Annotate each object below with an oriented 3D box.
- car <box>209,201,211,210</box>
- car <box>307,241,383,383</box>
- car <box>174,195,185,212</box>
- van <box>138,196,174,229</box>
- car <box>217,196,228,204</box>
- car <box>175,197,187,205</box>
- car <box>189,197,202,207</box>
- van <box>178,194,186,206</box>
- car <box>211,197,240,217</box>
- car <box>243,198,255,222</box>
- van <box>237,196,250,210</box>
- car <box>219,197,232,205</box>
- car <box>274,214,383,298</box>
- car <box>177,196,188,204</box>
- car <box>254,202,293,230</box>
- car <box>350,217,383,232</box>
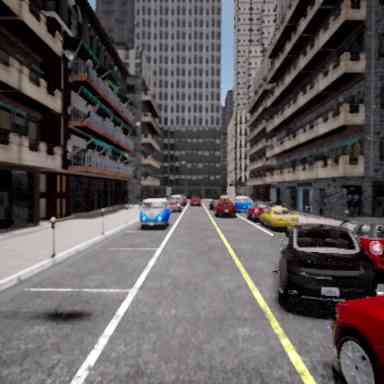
[{"bbox_3d":[3.237,1.615,43.165,1.994,1.385,4.181,0,0,1],"label":"car"},{"bbox_3d":[2.981,1.501,2.199,1.882,1.535,5.008,0,0,-11],"label":"car"},{"bbox_3d":[-2.156,1.449,38.142,1.967,1.590,4.097,0,0,1],"label":"car"},{"bbox_3d":[-2.347,1.339,21.496,1.690,1.788,3.998,0,0,1],"label":"van"},{"bbox_3d":[6.044,1.607,65.984,1.752,1.417,4.829,0,0,1],"label":"car"},{"bbox_3d":[-1.901,1.587,60.337,1.947,1.339,4.313,0,0,1],"label":"car"},{"bbox_3d":[0.595,1.514,53.481,1.882,1.535,5.008,0,0,1],"label":"car"},{"bbox_3d":[-2.093,1.353,43.690,1.690,1.788,3.998,0,0,1],"label":"van"},{"bbox_3d":[3.143,1.522,31.986,1.882,1.535,5.008,0,0,1],"label":"car"},{"bbox_3d":[5.596,1.499,26.973,1.967,1.590,4.097,0,0,1],"label":"car"},{"bbox_3d":[5.723,1.408,38.071,1.690,1.788,3.998,0,0,1],"label":"van"},{"bbox_3d":[5.979,1.623,60.266,1.887,1.381,4.507,0,0,1],"label":"car"},{"bbox_3d":[3.104,1.534,8.277,1.837,1.490,4.892,0,0,15],"label":"car"},{"bbox_3d":[-1.837,1.568,65.885,1.887,1.381,4.507,0,0,1],"label":"car"},{"bbox_3d":[5.535,1.581,21.595,1.752,1.417,4.829,0,0,1],"label":"car"},{"bbox_3d":[5.406,1.487,10.327,1.967,1.590,4.097,0,0,1],"label":"car"}]
